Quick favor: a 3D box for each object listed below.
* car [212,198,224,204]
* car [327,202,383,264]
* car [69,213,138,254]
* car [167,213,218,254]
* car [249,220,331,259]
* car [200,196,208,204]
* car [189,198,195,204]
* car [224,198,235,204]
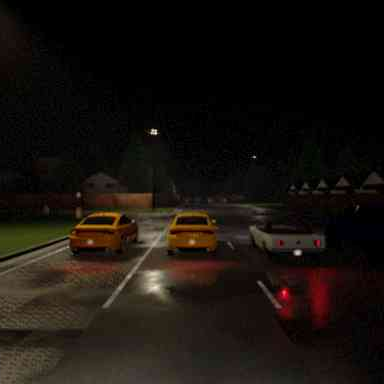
[{"bbox_3d":[6.999,2.571,90.474,1.895,1.301,4.718,0,-1,0],"label":"car"},{"bbox_3d":[7.011,1.363,12.554,2.150,2.045,5.566,0,0,0],"label":"car"},{"bbox_3d":[-3.557,1.633,14.220,1.882,1.535,5.008,0,0,1],"label":"car"},{"bbox_3d":[0.031,1.634,14.224,1.882,1.535,5.008,0,0,1],"label":"car"},{"bbox_3d":[3.519,1.747,13.237,1.895,1.301,4.718,0,-1,0],"label":"car"},{"bbox_3d":[3.499,2.520,90.828,2.033,1.411,5.357,0,-1,0],"label":"car"},{"bbox_3d":[-0.001,2.495,90.027,2.128,1.511,4.902,0,-1,0],"label":"car"},{"bbox_3d":[10.499,2.510,90.028,2.033,1.411,5.357,0,-1,0],"label":"car"}]
